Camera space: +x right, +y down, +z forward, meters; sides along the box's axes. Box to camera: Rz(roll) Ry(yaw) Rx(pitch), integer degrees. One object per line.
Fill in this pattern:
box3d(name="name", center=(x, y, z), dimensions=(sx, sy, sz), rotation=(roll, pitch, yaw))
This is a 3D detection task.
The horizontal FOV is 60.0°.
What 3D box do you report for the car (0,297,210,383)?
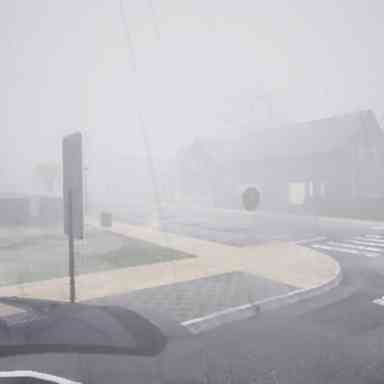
box3d(name="car", center=(-2.081, 1.496, 1.587), dimensions=(4.902, 1.511, 2.128), rotation=(0, 0, -35))
